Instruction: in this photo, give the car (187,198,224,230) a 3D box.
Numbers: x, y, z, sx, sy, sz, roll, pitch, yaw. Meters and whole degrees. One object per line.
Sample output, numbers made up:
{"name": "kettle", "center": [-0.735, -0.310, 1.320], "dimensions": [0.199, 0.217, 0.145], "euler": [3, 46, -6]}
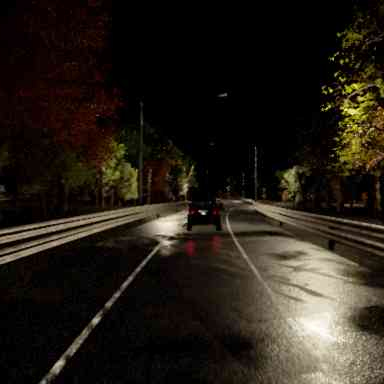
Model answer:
{"name": "car", "center": [0.916, 1.444, 23.155], "dimensions": [2.150, 2.045, 5.566], "euler": [0, 0, 4]}
